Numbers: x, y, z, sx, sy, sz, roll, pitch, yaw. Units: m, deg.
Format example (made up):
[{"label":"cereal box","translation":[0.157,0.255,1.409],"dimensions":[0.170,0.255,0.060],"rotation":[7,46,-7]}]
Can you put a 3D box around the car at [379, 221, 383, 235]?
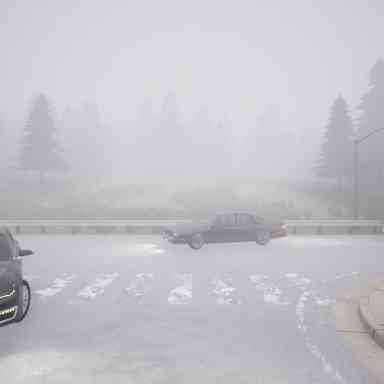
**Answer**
[{"label":"car","translation":[11.241,1.492,15.221],"dimensions":[4.902,1.511,2.128],"rotation":[0,0,0]}]

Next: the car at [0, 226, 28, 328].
[{"label":"car","translation":[-4.456,1.505,6.705],"dimensions":[1.837,1.490,4.892],"rotation":[0,0,-28]}]

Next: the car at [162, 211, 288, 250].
[{"label":"car","translation":[1.461,1.548,14.344],"dimensions":[5.357,1.411,2.033],"rotation":[0,0,-20]}]
